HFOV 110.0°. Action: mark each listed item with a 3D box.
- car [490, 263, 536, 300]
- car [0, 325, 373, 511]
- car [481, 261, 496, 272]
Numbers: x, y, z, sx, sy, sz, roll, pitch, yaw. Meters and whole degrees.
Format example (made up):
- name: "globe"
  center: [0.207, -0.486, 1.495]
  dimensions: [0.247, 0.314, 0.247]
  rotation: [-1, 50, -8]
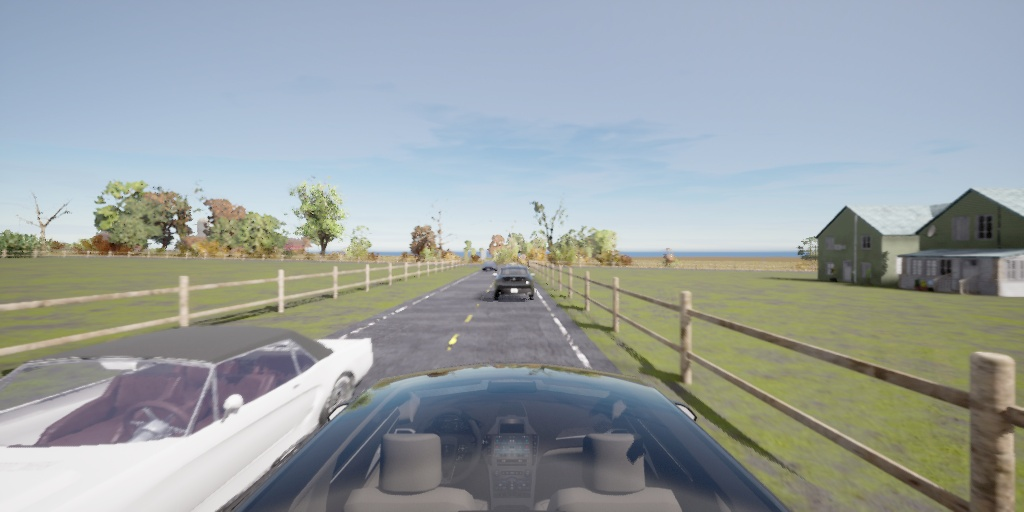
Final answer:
- name: "car"
  center: [0.100, 1.249, 17.782]
  dimensions: [1.837, 1.490, 4.892]
  rotation: [0, 0, 0]
- name: "car"
  center: [-2.852, 1.350, 2.736]
  dimensions: [1.895, 1.301, 4.718]
  rotation: [0, 0, 0]
- name: "car"
  center: [-2.832, 1.303, 46.003]
  dimensions: [2.033, 1.411, 5.357]
  rotation: [0, 0, 0]
